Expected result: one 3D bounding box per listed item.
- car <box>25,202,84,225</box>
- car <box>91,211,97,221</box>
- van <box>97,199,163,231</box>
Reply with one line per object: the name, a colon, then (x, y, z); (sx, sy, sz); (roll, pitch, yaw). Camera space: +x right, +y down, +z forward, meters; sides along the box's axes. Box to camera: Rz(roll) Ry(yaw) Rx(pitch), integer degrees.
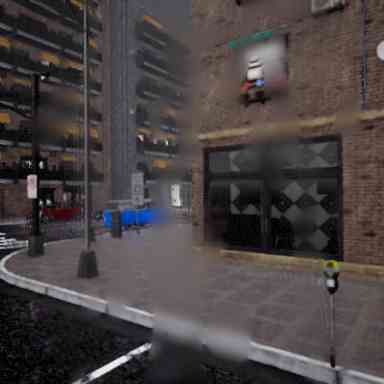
car: (-10.291, 1.514, 24.991); (1.967, 1.590, 4.097); (-1, 0, 35)
car: (-5.917, 1.605, 26.540); (1.994, 1.385, 4.181); (-1, 0, 35)
van: (-3.444, 1.324, 20.160); (1.690, 1.788, 3.998); (-1, 0, 35)
